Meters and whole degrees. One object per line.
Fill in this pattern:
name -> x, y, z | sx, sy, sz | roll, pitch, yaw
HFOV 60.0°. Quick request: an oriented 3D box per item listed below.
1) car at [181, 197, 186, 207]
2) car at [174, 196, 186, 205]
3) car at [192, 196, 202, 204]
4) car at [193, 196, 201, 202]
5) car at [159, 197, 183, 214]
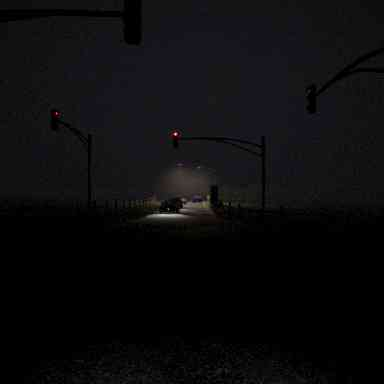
car -> -2.214, 1.536, 45.977 | 1.812, 1.442, 4.674 | 0, 0, 1
car -> -1.997, 1.541, 58.203 | 1.812, 1.442, 4.674 | 0, 0, 2
car -> 1.059, 1.495, 65.883 | 1.882, 1.535, 5.008 | 0, 0, 1
car -> 1.124, 1.617, 75.917 | 1.895, 1.301, 4.718 | 0, 0, 1
car -> -2.370, 1.571, 35.961 | 1.994, 1.385, 4.181 | 0, 0, 1
